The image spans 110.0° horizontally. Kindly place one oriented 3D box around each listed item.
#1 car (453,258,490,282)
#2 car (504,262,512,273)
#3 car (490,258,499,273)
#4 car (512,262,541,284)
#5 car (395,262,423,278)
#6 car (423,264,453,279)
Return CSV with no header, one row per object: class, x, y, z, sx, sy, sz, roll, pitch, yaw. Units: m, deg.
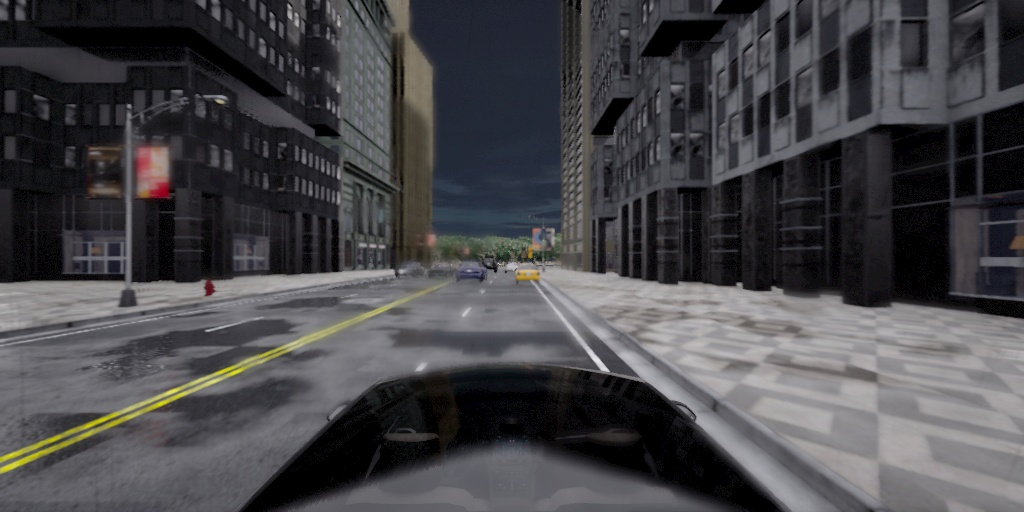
car,-3.142,1.130,28.846,2.097,1.767,4.553,0,0,0
car,0.036,1.568,48.793,1.812,1.442,4.674,0,-1,0
car,-3.138,1.291,50.600,2.150,2.045,5.566,0,-1,0
car,1.144,1.225,27.126,1.801,1.575,5.366,0,0,0
car,-9.834,1.326,34.711,2.128,1.511,4.902,0,-1,0
car,-6.587,1.422,33.611,1.895,1.301,4.718,0,-1,0
